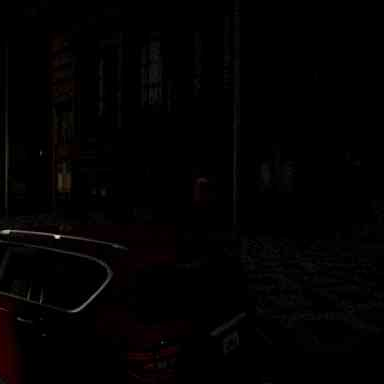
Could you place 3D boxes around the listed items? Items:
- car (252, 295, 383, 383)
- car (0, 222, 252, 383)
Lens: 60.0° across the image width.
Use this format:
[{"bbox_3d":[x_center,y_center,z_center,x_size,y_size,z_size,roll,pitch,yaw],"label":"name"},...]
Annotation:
[{"bbox_3d":[2.943,1.318,0.865,5.009,1.841,2.192,0,0,36],"label":"car"},{"bbox_3d":[-1.623,1.310,4.123,5.009,1.841,2.192,0,0,36],"label":"car"}]
